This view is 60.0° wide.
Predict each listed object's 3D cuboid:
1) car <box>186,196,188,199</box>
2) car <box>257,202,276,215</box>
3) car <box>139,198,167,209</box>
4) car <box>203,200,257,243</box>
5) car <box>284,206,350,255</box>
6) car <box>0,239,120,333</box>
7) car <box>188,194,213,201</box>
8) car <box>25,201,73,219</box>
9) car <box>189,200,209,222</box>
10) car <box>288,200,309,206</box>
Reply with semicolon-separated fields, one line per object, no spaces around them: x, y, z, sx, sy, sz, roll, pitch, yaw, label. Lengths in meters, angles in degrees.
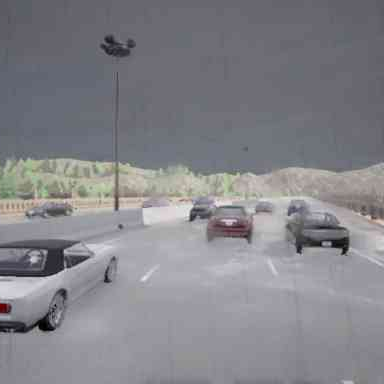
0.472;1.304;68.253;2.150;2.045;5.566;0;-1;19;car
8.200;1.780;37.175;2.033;1.411;5.357;0;0;19;car
-4.921;1.577;42.575;2.097;1.767;4.553;0;0;20;car
2.063;1.433;16.843;2.097;1.767;4.553;0;0;11;car
4.991;1.567;13.738;2.128;1.511;4.902;0;0;9;car
-2.993;1.615;6.851;1.895;1.301;4.718;0;0;4;car
1.717;1.539;50.777;2.150;2.045;5.566;0;-1;20;car
-12.819;1.601;30.098;2.128;1.511;4.902;0;0;16;car
1.184;1.643;27.260;1.837;1.490;4.892;0;0;17;car
11.382;1.584;35.610;2.097;1.767;4.553;0;0;19;car
